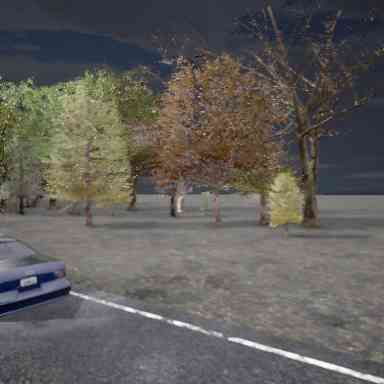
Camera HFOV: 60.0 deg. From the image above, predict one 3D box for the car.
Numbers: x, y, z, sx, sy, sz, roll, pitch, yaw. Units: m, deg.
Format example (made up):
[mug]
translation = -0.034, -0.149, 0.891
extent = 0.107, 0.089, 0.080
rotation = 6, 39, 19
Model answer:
[car]
translation = -4.832, 1.580, 7.133
extent = 5.357, 1.411, 2.033
rotation = 0, 0, 35
